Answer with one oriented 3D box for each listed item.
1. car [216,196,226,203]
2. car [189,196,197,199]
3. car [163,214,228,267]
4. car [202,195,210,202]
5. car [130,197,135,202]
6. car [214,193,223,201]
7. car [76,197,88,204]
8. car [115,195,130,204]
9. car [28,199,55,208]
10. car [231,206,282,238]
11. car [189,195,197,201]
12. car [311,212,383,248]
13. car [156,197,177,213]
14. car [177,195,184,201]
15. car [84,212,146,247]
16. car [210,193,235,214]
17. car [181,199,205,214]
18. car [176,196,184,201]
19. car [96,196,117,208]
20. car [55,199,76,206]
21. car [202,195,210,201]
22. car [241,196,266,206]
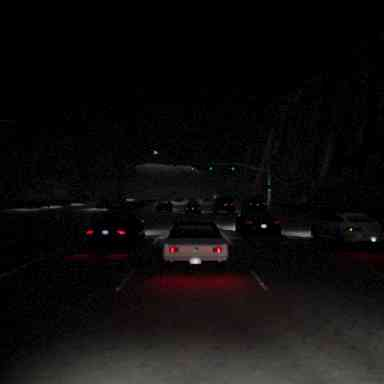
[{"bbox_3d":[7.235,1.796,82.228,2.033,1.411,5.357,0,0,0],"label":"car"},{"bbox_3d":[0.237,1.805,82.476,1.994,1.385,4.181,0,0,0],"label":"car"},{"bbox_3d":[0.102,1.681,11.645,1.895,1.301,4.718,0,0,0],"label":"car"},{"bbox_3d":[3.734,1.776,82.072,2.128,1.511,4.902,0,0,0],"label":"car"},{"bbox_3d":[-13.832,1.839,73.760,1.812,1.442,4.674,0,0,0],"label":"car"},{"bbox_3d":[7.315,1.380,92.487,2.150,2.045,5.566,0,1,0],"label":"car"},{"bbox_3d":[-24.336,1.871,73.293,1.994,1.385,4.181,0,0,0],"label":"car"},{"bbox_3d":[-13.912,1.564,63.582,2.150,2.045,5.566,0,0,0],"label":"car"},{"bbox_3d":[-24.488,1.802,53.539,1.882,1.535,5.008,0,0,0],"label":"car"},{"bbox_3d":[3.601,1.693,18.674,1.994,1.385,4.181,0,0,0],"label":"car"},{"bbox_3d":[0.316,1.665,92.518,1.994,1.385,4.181,0,1,0],"label":"car"},{"bbox_3d":[7.089,1.631,15.318,1.812,1.442,4.674,0,0,0],"label":"car"},{"bbox_3d":[-3.396,1.777,41.985,2.128,1.511,4.902,0,0,0],"label":"car"},{"bbox_3d":[-3.184,1.665,92.545,1.994,1.385,4.181,0,1,0],"label":"car"},{"bbox_3d":[-3.400,1.656,15.556,2.033,1.411,5.357,0,0,0],"label":"car"},{"bbox_3d":[3.603,1.483,38.330,2.150,2.045,5.566,0,0,0],"label":"car"},{"bbox_3d":[0.105,1.801,37.215,2.033,1.411,5.357,0,0,0],"label":"car"},{"bbox_3d":[-3.266,1.730,82.122,1.882,1.535,5.008,0,0,0],"label":"car"},{"bbox_3d":[-13.988,1.829,53.487,1.837,1.490,4.892,0,0,0],"label":"car"},{"bbox_3d":[-24.415,1.945,63.220,1.895,1.301,4.718,0,0,0],"label":"car"},{"bbox_3d":[3.815,1.637,92.490,2.128,1.511,4.902,0,1,0],"label":"car"},{"bbox_3d":[7.104,1.484,38.534,2.150,2.045,5.566,0,0,0],"label":"car"}]
